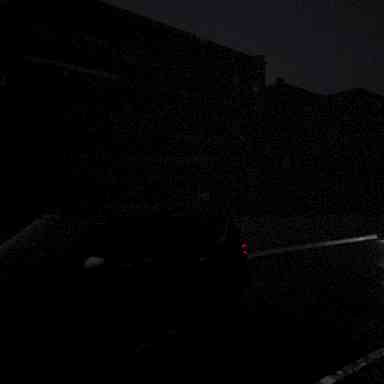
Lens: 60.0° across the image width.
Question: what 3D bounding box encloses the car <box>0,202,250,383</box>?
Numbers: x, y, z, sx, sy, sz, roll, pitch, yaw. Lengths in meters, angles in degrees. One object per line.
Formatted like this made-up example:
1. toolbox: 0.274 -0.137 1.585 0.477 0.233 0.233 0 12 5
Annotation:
1. car: -1.299 1.213 4.751 2.150 2.045 5.566 0 0 41
